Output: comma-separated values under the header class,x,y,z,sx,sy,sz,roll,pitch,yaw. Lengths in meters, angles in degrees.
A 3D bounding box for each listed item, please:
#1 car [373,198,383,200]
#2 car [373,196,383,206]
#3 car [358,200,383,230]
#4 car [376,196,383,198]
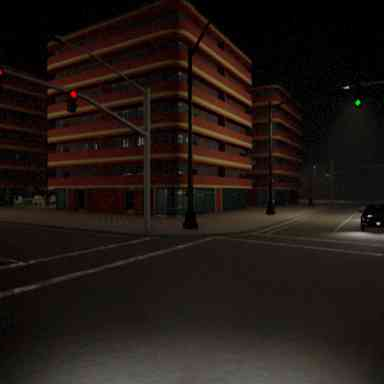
class,x,y,z,sx,sy,sz,roll,pitch,yaw
car,16.453,1.542,29.154,1.994,1.385,4.181,0,0,30
car,30.087,1.427,52.866,2.128,1.511,4.902,0,0,30
car,11.505,1.499,20.494,1.837,1.490,4.892,0,0,30
car,21.522,1.453,38.020,2.128,1.511,4.902,0,0,30
